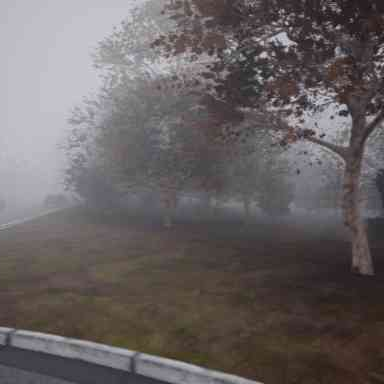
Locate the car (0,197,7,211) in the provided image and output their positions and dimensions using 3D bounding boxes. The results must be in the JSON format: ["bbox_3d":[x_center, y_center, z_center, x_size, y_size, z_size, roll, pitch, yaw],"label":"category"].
[{"bbox_3d":[-19.398,1.213,31.935,1.837,1.490,4.892,-1,1,-11],"label":"car"}]

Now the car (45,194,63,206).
[{"bbox_3d":[-18.136,1.012,44.120,2.128,1.511,4.902,-1,1,-11],"label":"car"}]
